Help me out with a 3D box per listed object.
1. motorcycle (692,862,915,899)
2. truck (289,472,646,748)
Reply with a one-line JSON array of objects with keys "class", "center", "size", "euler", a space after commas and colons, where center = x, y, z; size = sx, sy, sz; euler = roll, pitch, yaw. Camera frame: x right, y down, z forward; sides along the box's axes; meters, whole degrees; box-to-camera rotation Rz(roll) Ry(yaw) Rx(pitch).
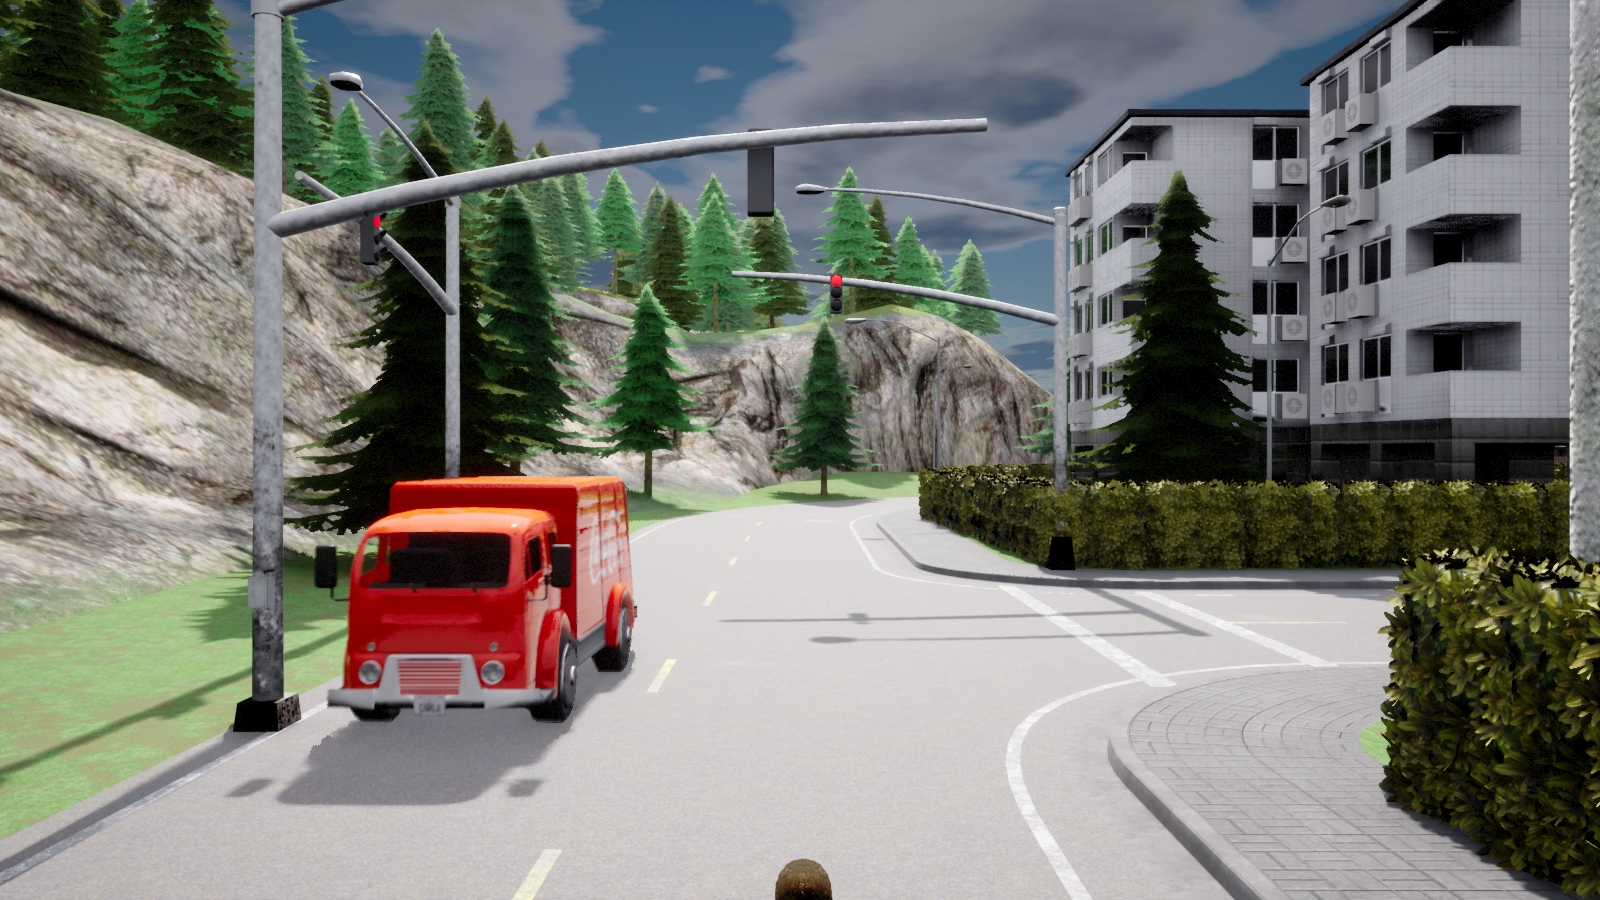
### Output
[{"class": "motorcycle", "center": [0.010, 2.193, 3.477], "size": [0.803, 1.145, 2.033], "euler": [0, 0, 0]}, {"class": "truck", "center": [-3.464, 1.547, 13.296], "size": [2.627, 2.467, 5.204], "euler": [0, 0, 0]}]
